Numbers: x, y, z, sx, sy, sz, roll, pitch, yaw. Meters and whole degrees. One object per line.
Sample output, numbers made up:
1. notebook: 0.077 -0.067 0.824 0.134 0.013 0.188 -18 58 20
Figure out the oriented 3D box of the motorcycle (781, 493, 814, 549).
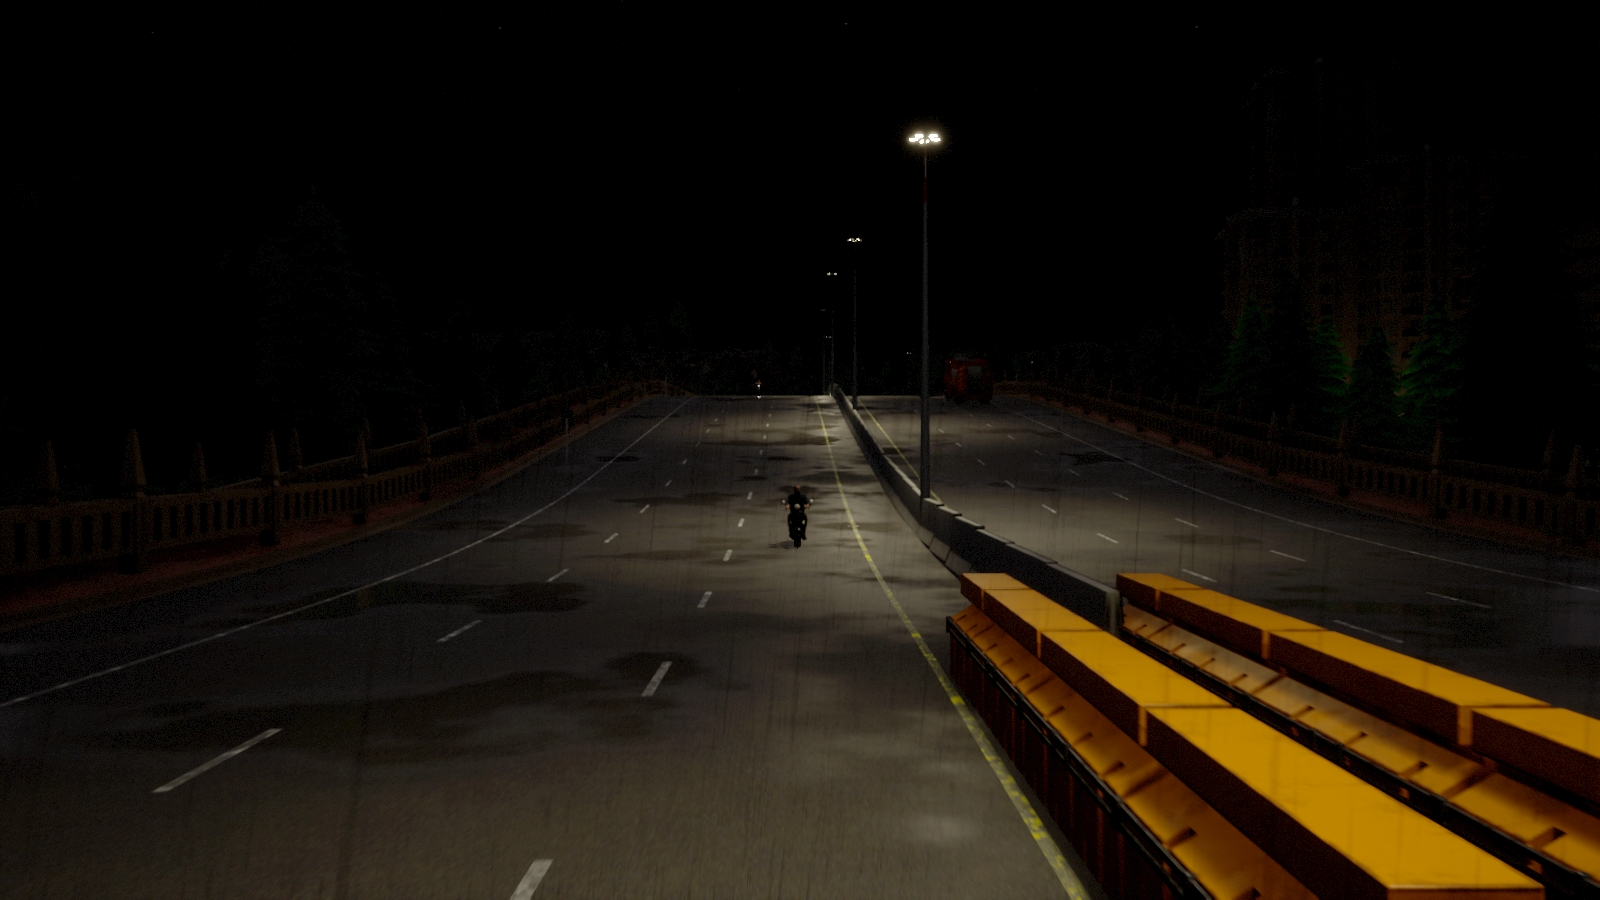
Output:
1. motorcycle: -0.072 1.894 30.749 0.856 1.316 1.805 0 2 0
